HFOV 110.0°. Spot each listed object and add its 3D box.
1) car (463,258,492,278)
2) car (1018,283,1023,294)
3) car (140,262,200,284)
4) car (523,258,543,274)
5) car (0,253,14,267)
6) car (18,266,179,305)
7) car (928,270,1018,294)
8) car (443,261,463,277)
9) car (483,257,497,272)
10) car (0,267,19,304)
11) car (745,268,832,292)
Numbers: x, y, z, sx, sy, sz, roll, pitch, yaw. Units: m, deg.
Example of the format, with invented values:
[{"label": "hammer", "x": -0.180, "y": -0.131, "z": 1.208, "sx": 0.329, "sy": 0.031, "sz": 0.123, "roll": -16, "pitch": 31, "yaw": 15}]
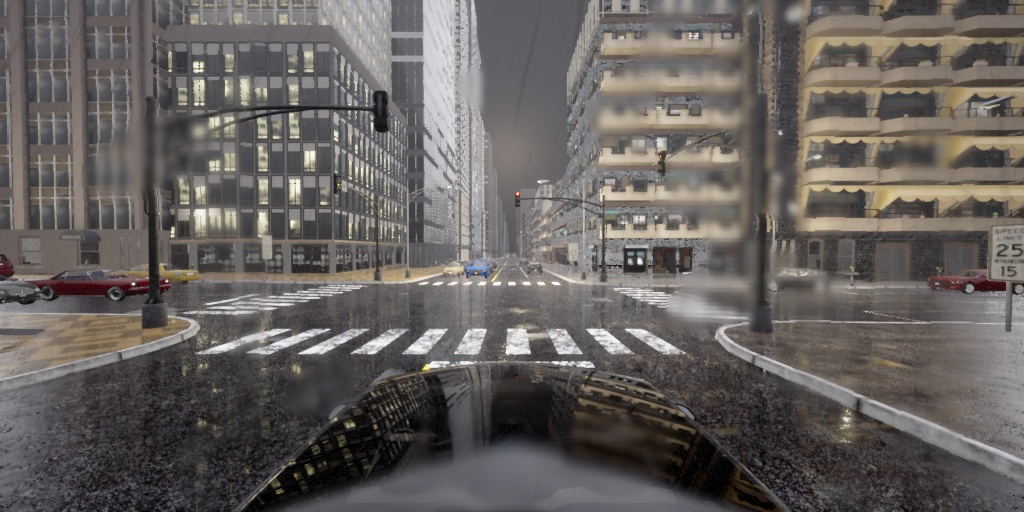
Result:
[{"label": "car", "x": -3.155, "y": 1.218, "z": 33.627, "sx": 1.882, "sy": 1.535, "sz": 5.008, "roll": 0, "pitch": 0, "yaw": -1}, {"label": "car", "x": 21.694, "y": 1.576, "z": 12.773, "sx": 4.313, "sy": 1.339, "sz": 1.948, "roll": 0, "pitch": 0, "yaw": 1}, {"label": "car", "x": -21.707, "y": 1.029, "z": 21.641, "sx": 4.829, "sy": 1.417, "sz": 1.751, "roll": 0, "pitch": 0, "yaw": 1}, {"label": "car", "x": 2.610, "y": 1.289, "z": 41.662, "sx": 2.007, "sy": 1.370, "sz": 4.403, "roll": 0, "pitch": 0, "yaw": 0}, {"label": "car", "x": -33.654, "y": 0.712, "z": 21.822, "sx": 5.009, "sy": 1.841, "sz": 2.192, "roll": 0, "pitch": 0, "yaw": 1}, {"label": "car", "x": -18.052, "y": 1.231, "z": 15.833, "sx": 4.718, "sy": 1.301, "sz": 1.895, "roll": 0, "pitch": 1, "yaw": 1}, {"label": "car", "x": 27.336, "y": 1.462, "z": 21.085, "sx": 4.507, "sy": 1.381, "sz": 1.888, "roll": 0, "pitch": 0, "yaw": 1}, {"label": "car", "x": -5.759, "y": 1.265, "z": 35.821, "sx": 1.751, "sy": 1.417, "sz": 4.829, "roll": 0, "pitch": 0, "yaw": 0}, {"label": "car", "x": -3.174, "y": 1.230, "z": 43.318, "sx": 2.128, "sy": 1.511, "sz": 4.902, "roll": 0, "pitch": 0, "yaw": 0}, {"label": "car", "x": -20.310, "y": 1.204, "z": 13.310, "sx": 4.403, "sy": 1.370, "sz": 2.007, "roll": 0, "pitch": 0, "yaw": 1}, {"label": "car", "x": 16.270, "y": 1.376, "z": 21.218, "sx": 4.403, "sy": 1.370, "sz": 2.007, "roll": 0, "pitch": 0, "yaw": 1}]
